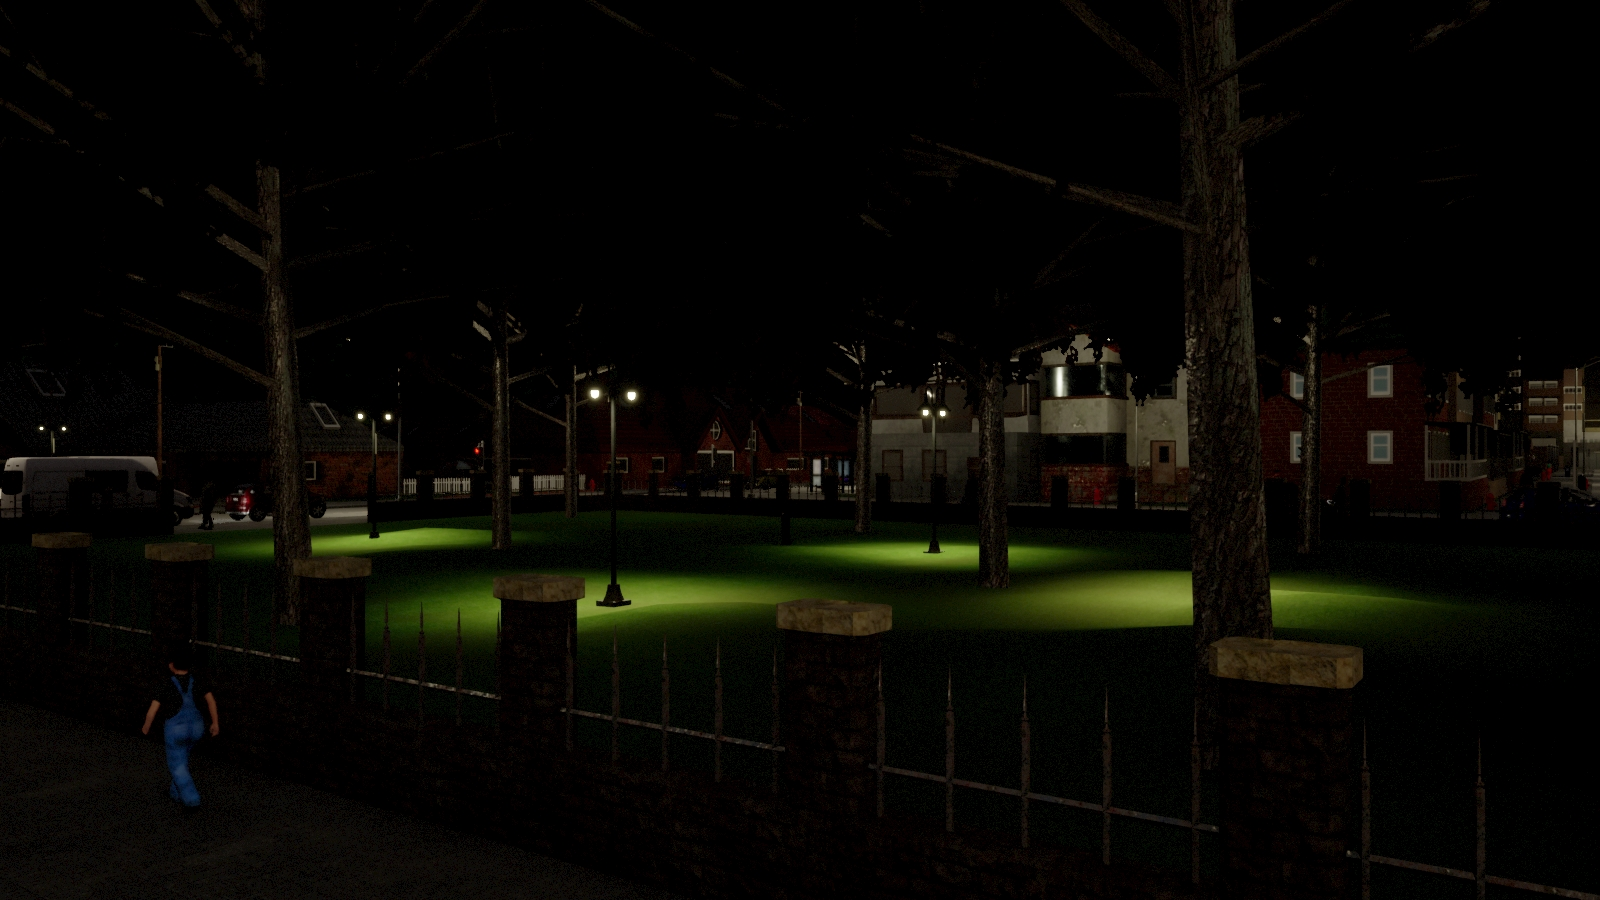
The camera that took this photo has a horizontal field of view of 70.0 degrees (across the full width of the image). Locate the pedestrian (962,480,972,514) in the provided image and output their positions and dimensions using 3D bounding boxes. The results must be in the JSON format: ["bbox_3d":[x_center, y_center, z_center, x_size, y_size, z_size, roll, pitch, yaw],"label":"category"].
[{"bbox_3d":[6.469,1.804,44.210,0.375,1.300,0.375,0,0,9],"label":"pedestrian"}]

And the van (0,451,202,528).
[{"bbox_3d":[-24.847,1.314,40.778,1.988,2.561,5.915,0,0,36],"label":"van"}]

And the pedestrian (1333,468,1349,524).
[{"bbox_3d":[17.952,1.525,37.928,0.375,1.860,0.375,0,0,7],"label":"pedestrian"}]

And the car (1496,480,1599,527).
[{"bbox_3d":[26.201,1.818,39.081,3.633,1.501,1.845,0,0,9],"label":"car"}]

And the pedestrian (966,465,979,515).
[{"bbox_3d":[6.586,1.524,43.619,0.375,1.860,0.375,0,0,-10],"label":"pedestrian"}]

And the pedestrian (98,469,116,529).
[{"bbox_3d":[-21.705,1.525,35.798,0.375,1.860,0.375,0,0,36],"label":"pedestrian"}]

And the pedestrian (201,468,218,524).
[{"bbox_3d":[-19.848,1.525,38.414,0.375,1.860,0.375,0,0,35],"label":"pedestrian"}]

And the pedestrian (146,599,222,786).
[{"bbox_3d":[-4.631,1.805,8.599,0.375,1.300,0.375,0,0,35],"label":"pedestrian"}]

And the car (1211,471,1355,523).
[{"bbox_3d":[17.839,1.687,42.252,4.553,1.767,2.097,0,0,35],"label":"car"}]
